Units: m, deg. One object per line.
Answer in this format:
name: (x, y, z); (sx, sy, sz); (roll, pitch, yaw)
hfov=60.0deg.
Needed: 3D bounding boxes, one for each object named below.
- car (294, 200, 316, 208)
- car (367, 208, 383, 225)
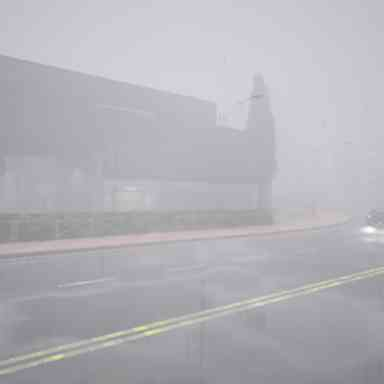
car: (22.200, 2.299, 65.661); (1.837, 1.490, 4.892); (1, -1, -23)
car: (15.377, 1.986, 26.896); (1.895, 1.301, 4.718); (0, -1, 33)
